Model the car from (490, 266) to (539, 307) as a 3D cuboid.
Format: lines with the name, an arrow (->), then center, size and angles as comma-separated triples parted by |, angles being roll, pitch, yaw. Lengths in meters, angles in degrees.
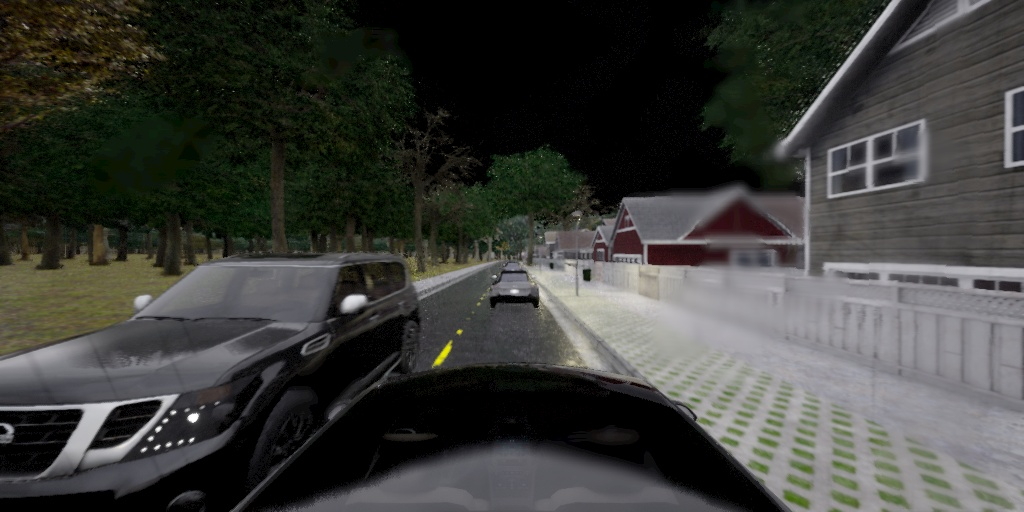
car -> 0.096, 1.300, 15.427 | 1.994, 1.385, 4.181 | 0, 0, 0

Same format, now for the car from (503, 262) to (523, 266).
car -> 0.091, 1.267, 35.347 | 1.994, 1.385, 4.181 | 0, 0, 0

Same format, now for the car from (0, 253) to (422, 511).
car -> -2.754, 0.969, 4.577 | 2.150, 2.045, 5.566 | 0, 0, 0
